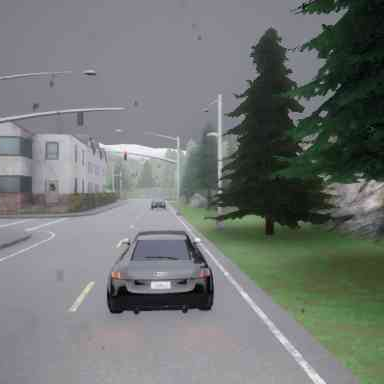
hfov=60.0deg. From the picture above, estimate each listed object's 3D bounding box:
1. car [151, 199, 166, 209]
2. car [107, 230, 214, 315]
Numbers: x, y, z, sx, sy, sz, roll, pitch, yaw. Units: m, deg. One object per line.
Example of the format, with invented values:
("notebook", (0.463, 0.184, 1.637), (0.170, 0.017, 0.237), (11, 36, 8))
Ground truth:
("car", (-4.437, 1.600, 43.919), (1.895, 1.301, 4.718), (0, 0, -6))
("car", (-0.692, 1.564, 7.692), (1.994, 1.385, 4.181), (0, 0, -5))
